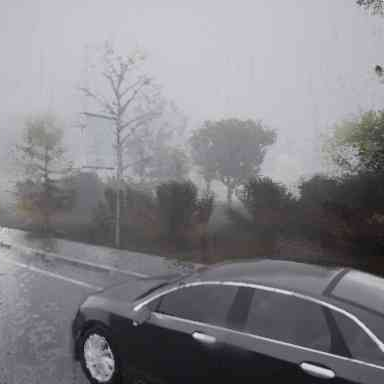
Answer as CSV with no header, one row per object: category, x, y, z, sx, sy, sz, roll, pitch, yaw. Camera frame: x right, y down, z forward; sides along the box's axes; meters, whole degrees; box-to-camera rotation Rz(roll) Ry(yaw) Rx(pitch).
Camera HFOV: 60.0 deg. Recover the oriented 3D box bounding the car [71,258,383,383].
car,0.657,1.514,3.649,4.892,1.490,1.837,0,0,36
